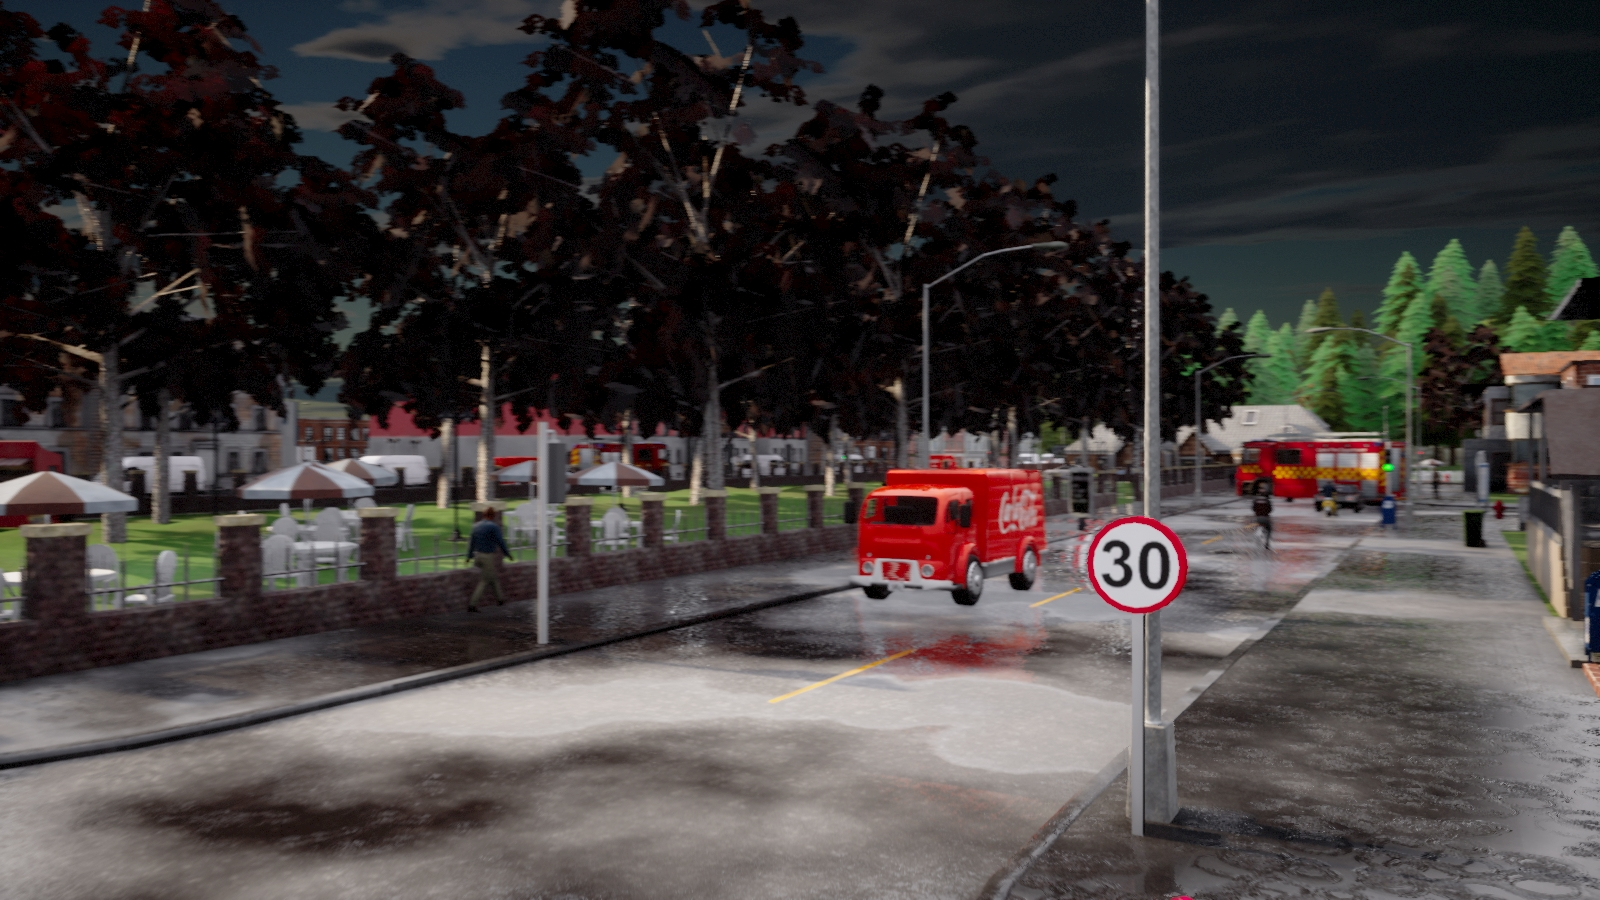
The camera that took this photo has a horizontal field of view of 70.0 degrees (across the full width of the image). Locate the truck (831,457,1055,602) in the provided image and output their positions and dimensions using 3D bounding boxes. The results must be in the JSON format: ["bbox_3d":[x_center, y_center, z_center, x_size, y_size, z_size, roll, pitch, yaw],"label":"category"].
[{"bbox_3d":[2.984,1.389,22.636,2.627,2.467,5.204,0,0,29],"label":"truck"}]

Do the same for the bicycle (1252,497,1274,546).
[{"bbox_3d":[13.090,2.004,32.295,0.329,1.271,1.835,0,0,30],"label":"bicycle"}]

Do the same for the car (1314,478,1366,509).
[{"bbox_3d":[25.645,2.044,54.200,1.895,1.301,4.718,0,0,30],"label":"car"}]

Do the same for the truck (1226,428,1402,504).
[{"bbox_3d":[27.541,0.794,61.684,2.891,3.827,8.468,0,0,-33],"label":"truck"}]

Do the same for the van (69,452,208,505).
[{"bbox_3d":[-33.516,1.389,58.084,1.988,2.561,5.915,0,0,30],"label":"van"}]

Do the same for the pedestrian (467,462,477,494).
[{"bbox_3d":[-18.925,1.622,65.934,0.375,1.860,0.375,0,0,30],"label":"pedestrian"}]

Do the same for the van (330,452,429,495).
[{"bbox_3d":[-26.091,1.416,71.142,1.988,2.561,5.915,0,0,30],"label":"van"}]

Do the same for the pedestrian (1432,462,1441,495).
[{"bbox_3d":[36.807,1.653,66.080,0.375,1.860,0.375,0,0,-41],"label":"pedestrian"}]

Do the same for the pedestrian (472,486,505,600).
[{"bbox_3d":[-5.193,1.545,19.054,0.375,1.860,0.375,0,0,27],"label":"pedestrian"}]
